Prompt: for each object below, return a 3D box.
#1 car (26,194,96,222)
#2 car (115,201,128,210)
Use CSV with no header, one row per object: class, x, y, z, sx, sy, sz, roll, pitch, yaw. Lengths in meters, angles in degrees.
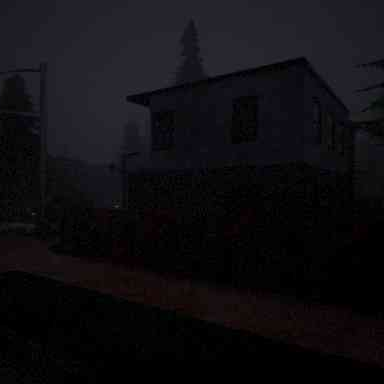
car,-10.104,1.192,26.228,2.150,2.045,5.566,0,0,27
car,-6.274,1.570,35.480,1.895,1.301,4.718,0,0,18
